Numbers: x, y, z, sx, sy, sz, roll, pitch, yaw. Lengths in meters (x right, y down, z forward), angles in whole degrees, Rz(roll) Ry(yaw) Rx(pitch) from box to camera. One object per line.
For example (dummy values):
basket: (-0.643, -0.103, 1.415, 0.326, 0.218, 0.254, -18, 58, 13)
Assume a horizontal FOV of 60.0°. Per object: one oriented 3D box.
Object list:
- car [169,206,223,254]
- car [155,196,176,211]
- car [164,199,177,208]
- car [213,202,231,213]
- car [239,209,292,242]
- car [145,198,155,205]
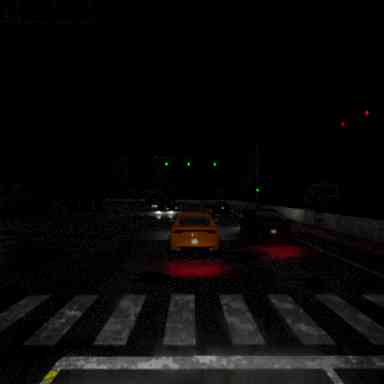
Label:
car: (0.097, 1.592, 14.156, 1.882, 1.535, 5.008, 0, 0, 0)
car: (-3.567, 1.564, 47.400, 2.150, 2.045, 5.566, 0, 0, 1)
car: (-3.844, 1.976, 59.381, 2.033, 1.411, 5.357, 0, 0, -6)
car: (3.599, 1.859, 40.862, 1.994, 1.385, 4.181, 0, 0, 0)
car: (3.596, 1.606, 17.091, 1.882, 1.535, 5.008, 0, 0, 0)
car: (-8.248, 1.987, 70.703, 1.882, 1.535, 5.008, 0, 0, -34)
